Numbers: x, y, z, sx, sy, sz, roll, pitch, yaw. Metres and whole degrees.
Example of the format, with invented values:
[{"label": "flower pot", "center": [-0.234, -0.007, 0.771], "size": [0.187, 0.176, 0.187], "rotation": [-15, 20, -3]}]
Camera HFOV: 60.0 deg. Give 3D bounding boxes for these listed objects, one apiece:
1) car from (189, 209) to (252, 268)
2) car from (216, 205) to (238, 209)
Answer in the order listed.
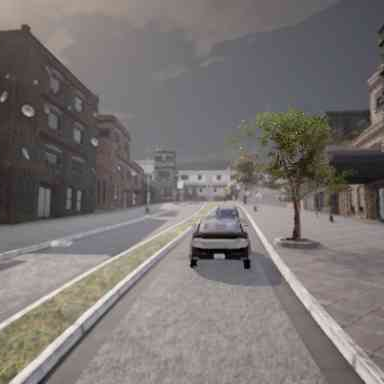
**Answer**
[{"label": "car", "center": [0.997, 1.564, 11.570], "size": [2.128, 1.511, 4.902], "rotation": [-1, 0, 6]}, {"label": "car", "center": [3.059, 1.750, 28.819], "size": [1.895, 1.301, 4.718], "rotation": [-1, 0, 7]}]
